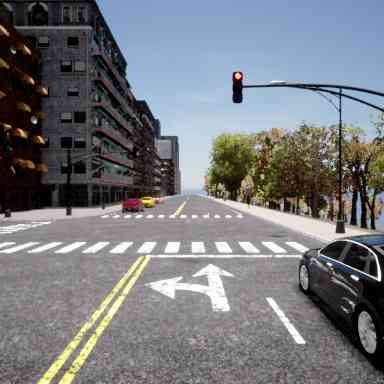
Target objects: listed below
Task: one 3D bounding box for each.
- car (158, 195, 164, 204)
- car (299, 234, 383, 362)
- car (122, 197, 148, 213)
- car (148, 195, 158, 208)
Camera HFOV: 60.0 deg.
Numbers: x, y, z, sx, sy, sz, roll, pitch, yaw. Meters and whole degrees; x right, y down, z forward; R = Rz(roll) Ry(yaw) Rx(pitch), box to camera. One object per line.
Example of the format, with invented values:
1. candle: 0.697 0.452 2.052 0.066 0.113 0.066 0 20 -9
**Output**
1. car: -6.508 1.371 63.305 2.097 1.767 4.553 0 0 0
2. car: 3.318 1.505 5.842 1.837 1.490 4.892 0 0 2
3. car: -6.570 1.482 37.374 1.882 1.535 5.008 0 0 0
4. car: -6.558 1.488 48.367 1.882 1.535 5.008 0 0 0
